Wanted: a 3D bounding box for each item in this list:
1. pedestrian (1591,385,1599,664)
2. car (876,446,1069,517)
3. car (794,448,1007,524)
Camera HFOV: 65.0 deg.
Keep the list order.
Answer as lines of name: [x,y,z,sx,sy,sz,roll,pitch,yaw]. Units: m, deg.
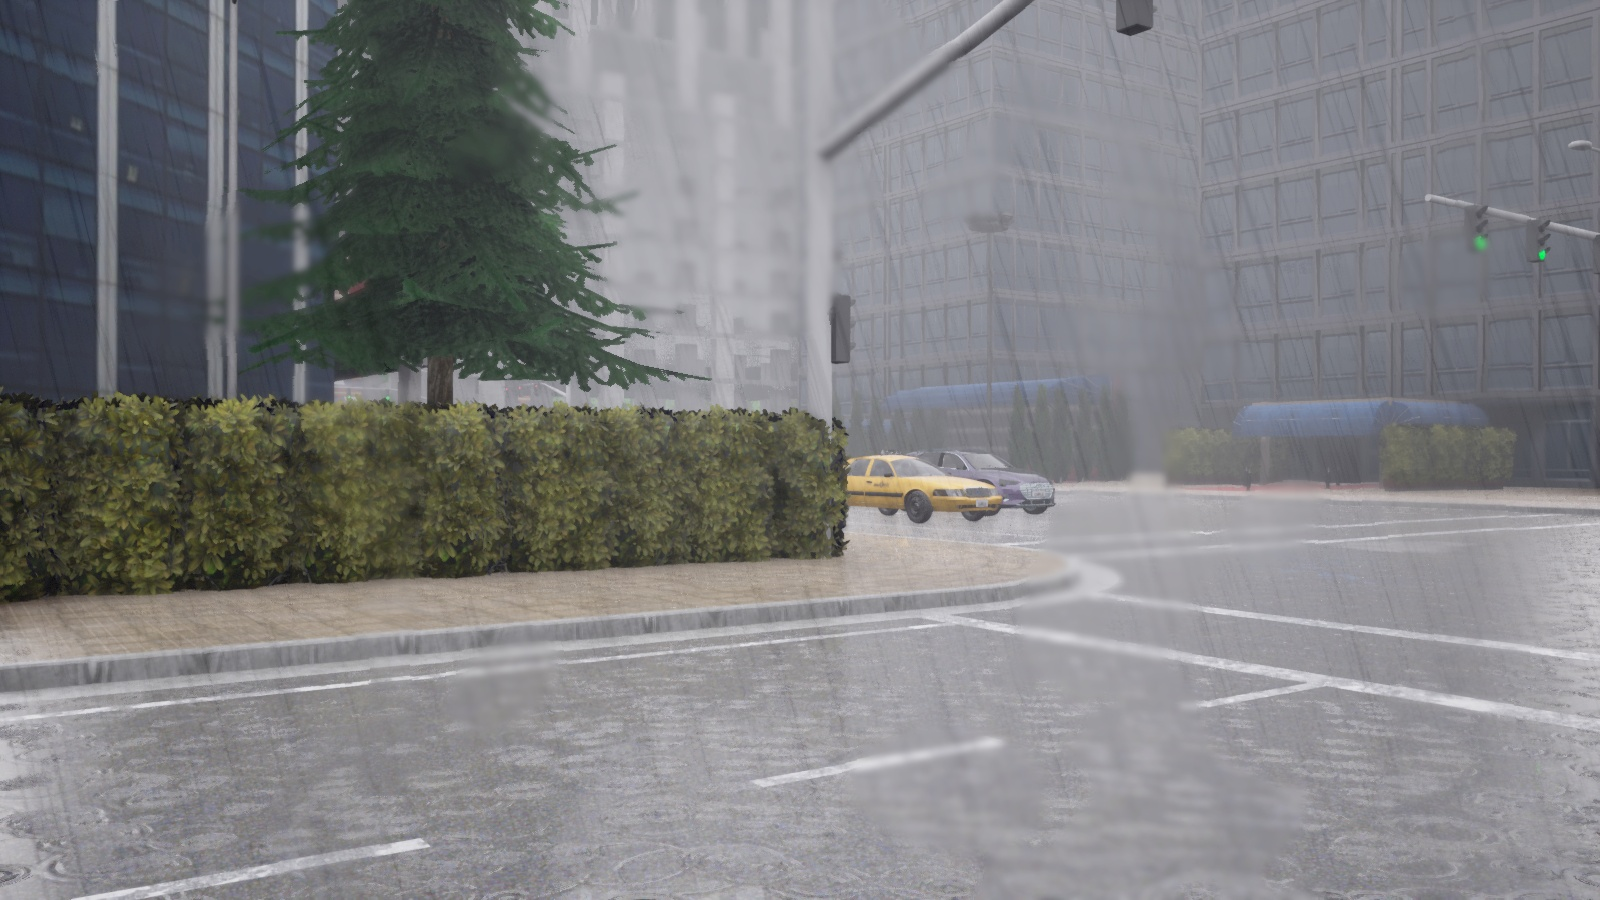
pedestrian: [5.962,0.522,8.625,0.423,1.949,0.788,0,0,-35]
car: [4.245,0.743,31.635,2.033,1.649,4.856,0,0,-35]
car: [2.141,0.749,28.553,1.801,1.575,5.366,0,0,-35]
